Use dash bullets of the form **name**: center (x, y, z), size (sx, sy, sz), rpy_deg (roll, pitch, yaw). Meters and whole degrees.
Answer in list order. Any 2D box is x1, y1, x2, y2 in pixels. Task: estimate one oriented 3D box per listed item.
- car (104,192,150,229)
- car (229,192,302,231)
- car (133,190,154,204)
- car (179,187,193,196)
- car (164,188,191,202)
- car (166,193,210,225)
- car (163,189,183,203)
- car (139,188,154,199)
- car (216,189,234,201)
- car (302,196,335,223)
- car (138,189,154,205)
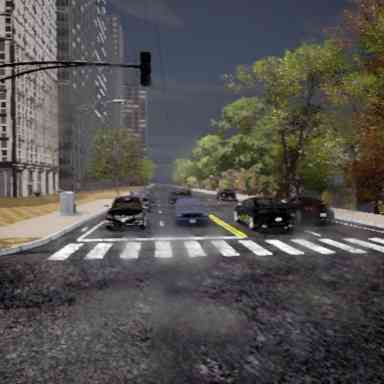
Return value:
- **car**: center (-3.332, 0.984, 17.356), size (1.837, 1.490, 4.892), rpy_deg (0, 2, -6)
- **car**: center (3.458, 0.967, 16.764), size (1.882, 1.535, 5.008), rpy_deg (0, 2, -6)
- **car**: center (-5.334, 0.498, 37.167), size (2.033, 1.411, 5.357), rpy_deg (0, 2, -6)
- **car**: center (-1.185, -0.103, 59.775), size (2.033, 1.411, 5.357), rpy_deg (0, 2, -6)
- **car**: center (-1.245, 0.676, 28.794), size (1.837, 1.490, 4.892), rpy_deg (0, 2, -6)
- **car**: center (-0.239, 0.979, 19.029), size (2.033, 1.411, 5.357), rpy_deg (0, 2, -6)
- **car**: center (-2.303, 0.436, 39.410), size (2.033, 1.411, 5.357), rpy_deg (0, 2, -6)
- **car**: center (-6.439, 0.221, 47.642), size (2.033, 1.411, 5.357), rpy_deg (0, 2, -6)
- **car**: center (4.152, 0.342, 41.148), size (1.837, 1.490, 4.892), rpy_deg (0, 2, -6)
- **car**: center (6.462, 0.946, 19.268), size (1.812, 1.442, 4.674), rpy_deg (0, 2, -6)
- **car**: center (-4.300, 0.720, 26.721), size (2.128, 1.511, 4.902), rpy_deg (0, 2, -6)
